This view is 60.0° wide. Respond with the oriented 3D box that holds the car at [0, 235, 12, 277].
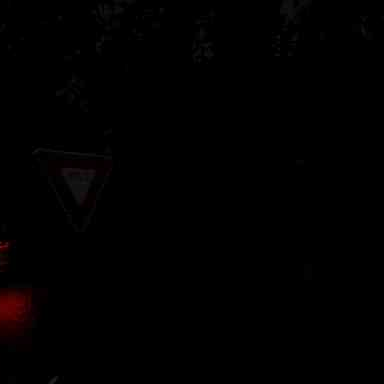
[{"bbox_3d":[-6.734,1.501,9.241,5.008,1.535,1.882,-1,-1,43],"label":"car"}]
